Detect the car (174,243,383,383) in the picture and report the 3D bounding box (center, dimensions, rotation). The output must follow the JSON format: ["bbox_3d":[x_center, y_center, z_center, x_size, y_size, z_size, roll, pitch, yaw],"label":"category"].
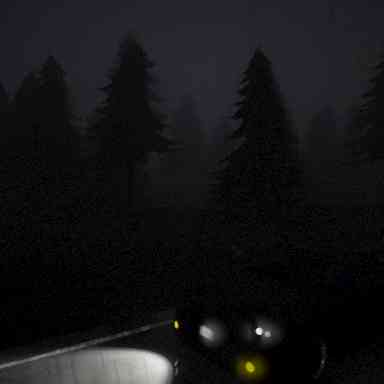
[{"bbox_3d":[1.795,1.564,5.301,4.181,1.385,1.994,0,0,-36],"label":"car"}]
